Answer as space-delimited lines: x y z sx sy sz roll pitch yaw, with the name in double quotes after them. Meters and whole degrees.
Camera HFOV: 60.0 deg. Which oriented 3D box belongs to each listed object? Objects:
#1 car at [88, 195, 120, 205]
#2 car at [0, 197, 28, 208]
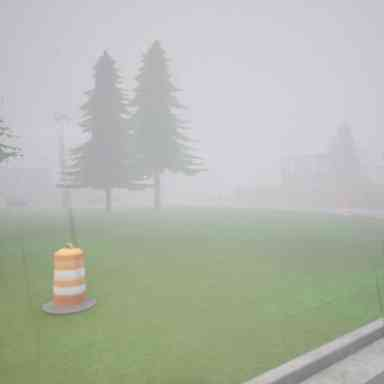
-13.718 1.243 52.106 4.902 1.511 2.128 -1 0 -15 "car"
-24.739 1.421 44.705 4.902 1.511 2.128 -1 0 -35 "car"
